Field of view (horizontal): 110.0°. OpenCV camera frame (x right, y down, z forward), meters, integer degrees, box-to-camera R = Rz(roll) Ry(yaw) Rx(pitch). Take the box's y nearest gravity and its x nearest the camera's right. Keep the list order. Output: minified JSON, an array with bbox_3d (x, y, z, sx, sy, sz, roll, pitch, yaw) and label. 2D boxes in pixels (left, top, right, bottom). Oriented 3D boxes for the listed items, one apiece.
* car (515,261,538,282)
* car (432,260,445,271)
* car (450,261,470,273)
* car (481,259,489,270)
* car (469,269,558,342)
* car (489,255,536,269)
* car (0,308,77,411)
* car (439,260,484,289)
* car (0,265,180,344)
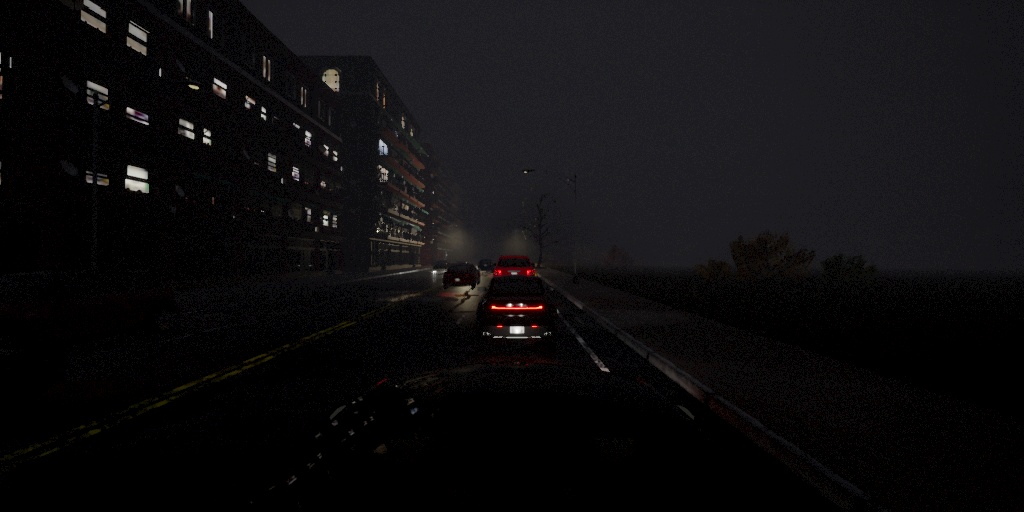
[{"bbox_3d":[1.150,1.209,30.472,1.801,1.575,5.366,0,0,0],"label":"car"},{"bbox_3d":[-9.826,1.279,50.363,1.812,1.442,4.674,0,0,0],"label":"car"},{"bbox_3d":[-6.580,1.317,45.670,1.994,1.385,4.181,0,0,0],"label":"car"},{"bbox_3d":[-3.133,1.108,44.552,2.097,1.767,4.553,0,0,0],"label":"car"},{"bbox_3d":[0.105,1.256,9.717,1.837,1.490,4.892,0,0,0],"label":"car"},{"bbox_3d":[0.108,0.975,20.064,2.150,2.045,5.566,0,0,0],"label":"car"},{"bbox_3d":[-6.598,1.351,2.273,1.895,1.301,4.718,0,0,0],"label":"car"},{"bbox_3d":[-3.140,1.231,23.124,1.882,1.535,5.008,0,0,0],"label":"car"},{"bbox_3d":[-9.846,1.103,7.517,2.097,1.767,4.553,0,0,0],"label":"car"}]
